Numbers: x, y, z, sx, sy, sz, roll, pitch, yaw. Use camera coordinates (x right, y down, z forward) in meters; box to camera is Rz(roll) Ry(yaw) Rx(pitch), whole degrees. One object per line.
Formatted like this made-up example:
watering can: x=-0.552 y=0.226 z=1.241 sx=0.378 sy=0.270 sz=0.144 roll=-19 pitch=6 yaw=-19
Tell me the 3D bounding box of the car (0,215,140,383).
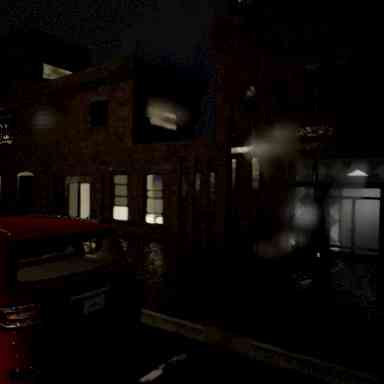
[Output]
car: x=-2.998 y=1.278 z=4.993 sx=5.009 sy=1.841 sz=2.192 roll=0 pitch=1 yaw=35
